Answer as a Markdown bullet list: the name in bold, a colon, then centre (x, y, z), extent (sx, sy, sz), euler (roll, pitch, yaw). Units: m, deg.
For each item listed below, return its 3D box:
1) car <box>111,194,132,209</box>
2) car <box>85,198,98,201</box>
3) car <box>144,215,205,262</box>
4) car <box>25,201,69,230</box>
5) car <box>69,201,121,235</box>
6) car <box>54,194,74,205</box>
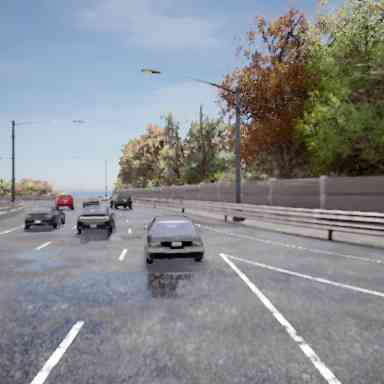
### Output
- **car**: centre (-9.526, 1.262, 44.517), extent (2.150, 2.045, 5.566), euler (0, 0, -23)
- **car**: centre (-13.832, 1.561, 45.480), extent (1.837, 1.490, 4.892), euler (0, 0, -25)
- **car**: centre (-0.740, 1.552, 12.106), extent (2.033, 1.411, 5.357), euler (0, 0, -7)
- **car**: centre (-9.463, 1.563, 21.629), extent (1.812, 1.442, 4.674), euler (0, 0, -12)
- **car**: centre (-5.426, 1.514, 19.245), extent (2.128, 1.511, 4.902), euler (0, 0, -10)
- **car**: centre (-17.027, 1.290, 44.179), extent (2.150, 2.045, 5.566), euler (0, 0, -25)
